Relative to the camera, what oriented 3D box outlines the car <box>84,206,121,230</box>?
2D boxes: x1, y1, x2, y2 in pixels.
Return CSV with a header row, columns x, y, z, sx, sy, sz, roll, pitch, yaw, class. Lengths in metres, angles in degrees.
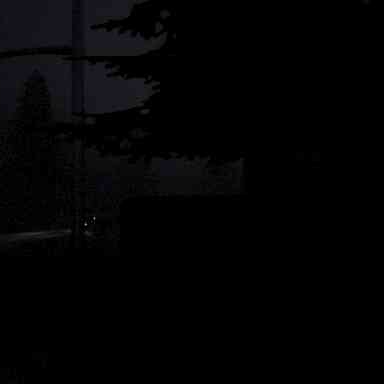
x,y,z,sx,sy,sz,roll,pitch,yaw,class
-4.971,1.586,21.363,1.895,1.301,4.718,0,0,36,car
